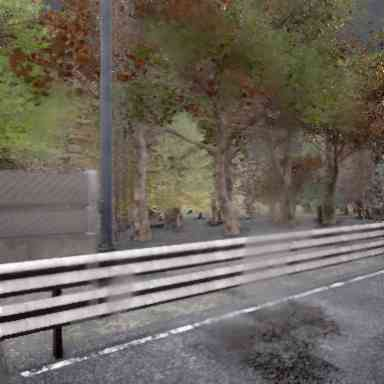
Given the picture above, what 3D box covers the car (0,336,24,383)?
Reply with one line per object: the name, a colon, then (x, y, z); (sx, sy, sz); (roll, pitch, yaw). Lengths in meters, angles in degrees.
car: (-3.511, 1.551, 1.177); (5.357, 1.411, 2.033); (0, 0, -36)
